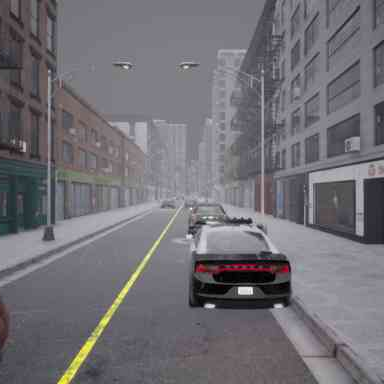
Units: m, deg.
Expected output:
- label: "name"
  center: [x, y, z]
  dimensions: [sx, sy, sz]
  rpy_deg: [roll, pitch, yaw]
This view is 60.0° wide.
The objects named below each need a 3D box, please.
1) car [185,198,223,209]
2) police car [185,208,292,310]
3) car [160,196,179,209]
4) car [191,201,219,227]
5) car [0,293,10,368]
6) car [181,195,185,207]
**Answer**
- label: "car"
  center: [0.843, 1.363, 17.942]
  dimensions: [2.097, 1.767, 4.553]
  rpy_deg: [0, 0, 0]
- label: "police car"
  center: [0.876, 1.429, 8.081]
  dimensions: [1.930, 1.638, 5.238]
  rpy_deg: [0, 0, 0]
- label: "car"
  center: [-3.246, 1.611, 45.811]
  dimensions: [2.033, 1.411, 5.357]
  rpy_deg: [0, 0, 0]
- label: "car"
  center: [0.824, 1.476, 24.162]
  dimensions: [1.801, 1.575, 5.366]
  rpy_deg: [0, 0, 0]
- label: "car"
  center: [-3.119, 1.526, 2.282]
  dimensions: [1.812, 1.442, 4.674]
  rpy_deg: [0, 0, 0]
- label: "car"
  center: [-0.112, 1.557, 46.874]
  dimensions: [2.128, 1.511, 4.902]
  rpy_deg: [0, 0, 0]
